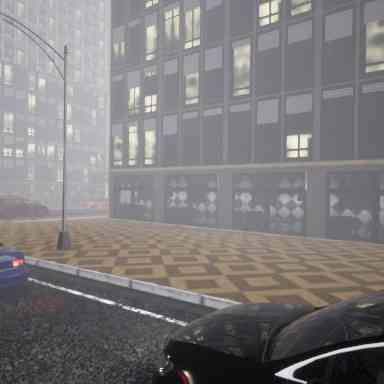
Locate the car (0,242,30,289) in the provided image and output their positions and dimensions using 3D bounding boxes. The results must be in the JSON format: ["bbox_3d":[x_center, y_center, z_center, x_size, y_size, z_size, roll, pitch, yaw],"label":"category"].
[{"bbox_3d":[-6.046,1.543,8.016,5.357,1.411,2.033,0,0,36],"label":"car"}]

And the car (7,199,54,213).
[{"bbox_3d":[-19.478,1.641,40.304,1.752,1.417,4.829,1,0,37],"label":"car"}]

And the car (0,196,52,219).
[{"bbox_3d":[-15.999,1.517,30.922,2.192,1.841,5.009,1,0,37],"label":"car"}]

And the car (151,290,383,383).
[{"bbox_3d":[1.874,1.505,2.346,4.892,1.490,1.837,0,0,35],"label":"car"}]

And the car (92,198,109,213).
[{"bbox_3d":[-9.183,1.828,40.120,1.752,1.417,4.829,1,0,37],"label":"car"}]

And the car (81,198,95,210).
[{"bbox_3d":[-12.711,1.579,45.060,2.097,1.767,4.553,1,0,37],"label":"car"}]
